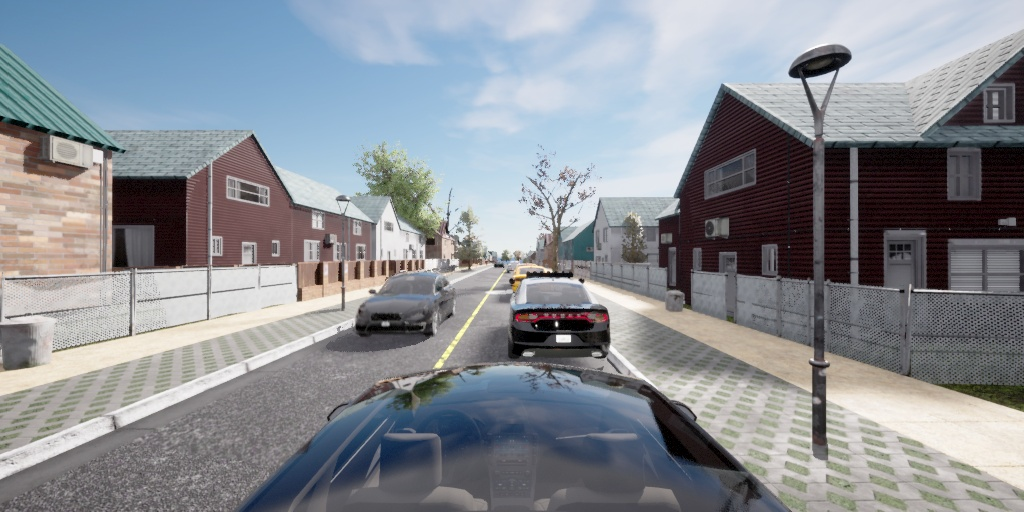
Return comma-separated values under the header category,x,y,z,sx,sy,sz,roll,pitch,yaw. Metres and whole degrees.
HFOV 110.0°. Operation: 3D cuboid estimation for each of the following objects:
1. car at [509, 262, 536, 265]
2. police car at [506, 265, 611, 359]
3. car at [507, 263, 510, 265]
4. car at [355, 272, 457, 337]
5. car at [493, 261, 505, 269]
category,x,y,z,sx,sy,sz,roll,pitch,yaw
car,0.948,1.238,18.458,1.882,1.535,5.008,0,0,0
police car,0.879,1.176,8.567,1.930,1.638,5.238,0,0,0
car,0.345,1.383,45.730,1.812,1.442,4.674,0,0,1
car,-2.782,1.256,10.363,1.837,1.490,4.892,0,0,0
car,-2.311,1.580,64.108,1.895,1.301,4.718,0,0,0
